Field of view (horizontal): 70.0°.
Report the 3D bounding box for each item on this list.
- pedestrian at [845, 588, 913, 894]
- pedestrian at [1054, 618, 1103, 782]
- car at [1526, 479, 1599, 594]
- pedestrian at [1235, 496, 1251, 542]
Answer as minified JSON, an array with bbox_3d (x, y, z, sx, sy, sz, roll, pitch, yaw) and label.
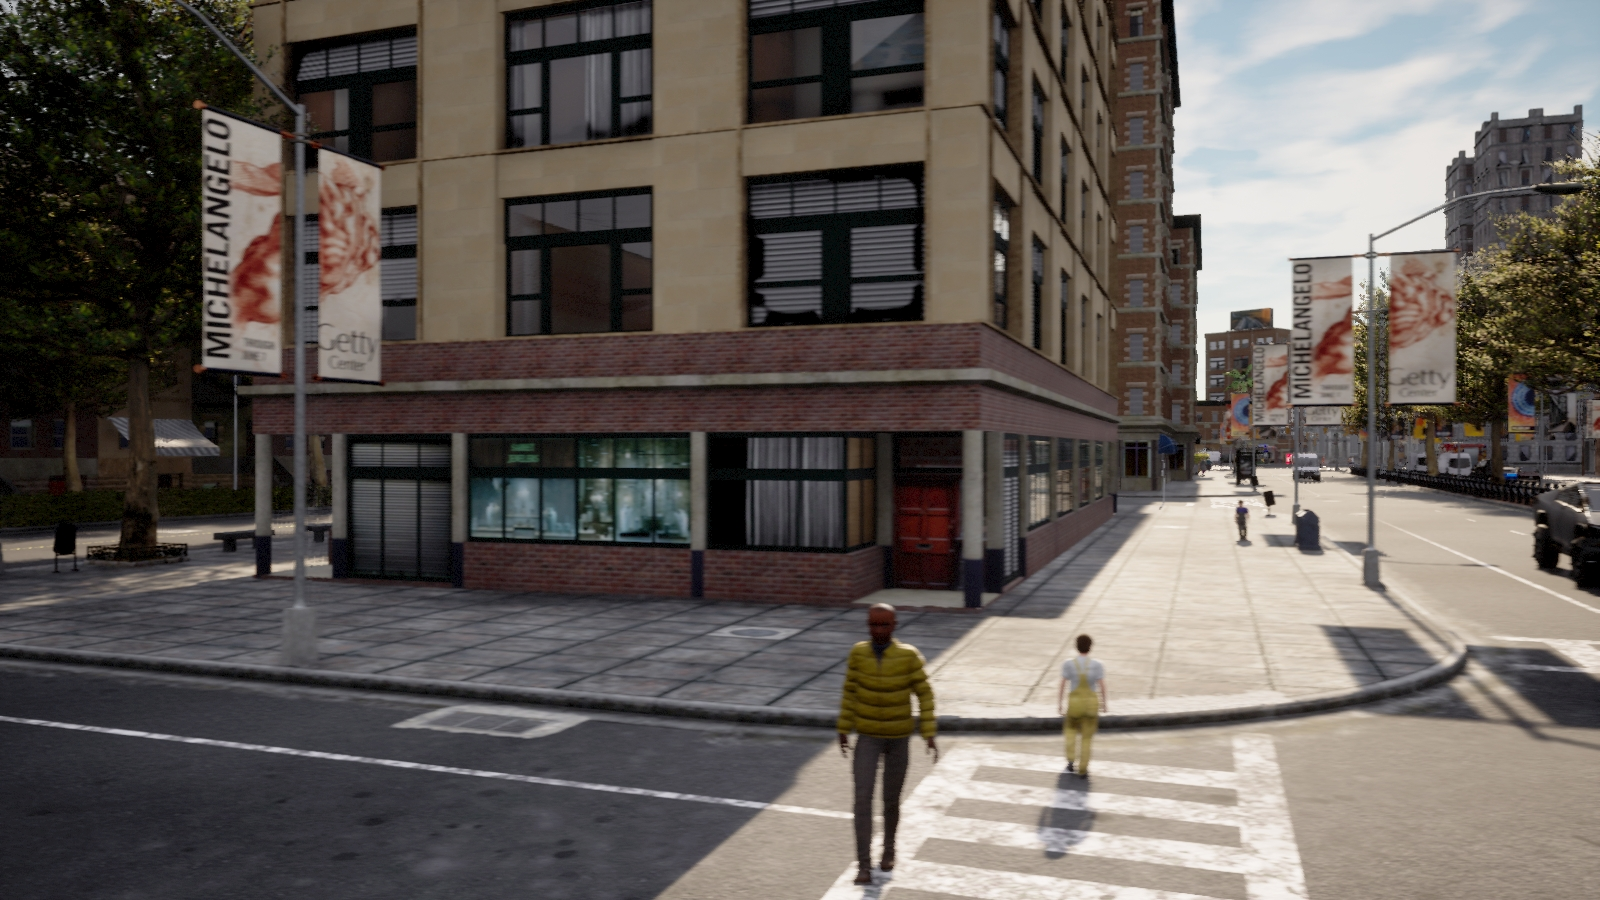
[{"bbox_3d":[0.512,1.848,7.371,0.375,1.860,0.375,0,0,14],"label":"pedestrian"},{"bbox_3d":[2.389,2.128,9.791,0.375,1.300,0.375,0,0,19],"label":"pedestrian"},{"bbox_3d":[17.752,1.756,24.817,2.390,2.098,6.274,0,0,24],"label":"car"},{"bbox_3d":[12.802,1.976,33.016,0.375,1.300,0.375,0,0,31],"label":"pedestrian"}]
